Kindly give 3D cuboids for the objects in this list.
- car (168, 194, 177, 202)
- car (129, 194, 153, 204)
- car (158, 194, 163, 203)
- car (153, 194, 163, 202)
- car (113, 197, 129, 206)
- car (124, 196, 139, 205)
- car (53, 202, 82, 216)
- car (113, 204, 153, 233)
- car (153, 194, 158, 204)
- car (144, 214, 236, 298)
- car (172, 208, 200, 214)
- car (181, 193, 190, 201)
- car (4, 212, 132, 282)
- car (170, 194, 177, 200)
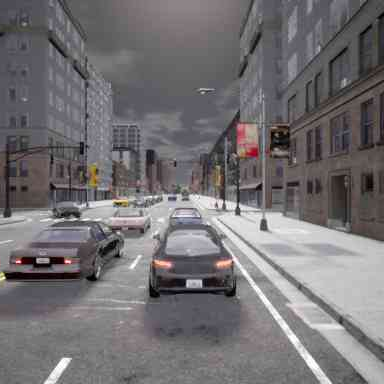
[{"bbox_3d":[-4.833,1.494,80.301,1.882,1.535,5.008,0,0,-1],"label":"car"},{"bbox_3d":[-7.568,1.508,50.038,2.128,1.511,4.902,0,0,-1],"label":"car"},{"bbox_3d":[-7.863,1.546,69.261,2.128,1.511,4.902,0,0,-1],"label":"car"},{"bbox_3d":[-8.068,1.362,79.492,2.097,1.767,4.553,0,0,-1],"label":"car"},{"bbox_3d":[-10.851,1.495,51.511,1.882,1.535,5.008,0,0,-1],"label":"car"},{"bbox_3d":[-11.001,1.545,60.733,1.812,1.442,4.674,0,0,-1],"label":"car"},{"bbox_3d":[-10.995,1.543,29.126,2.033,1.411,5.357,0,0,-29],"label":"car"},{"bbox_3d":[-3.510,1.605,19.448,1.895,1.301,4.718,0,0,-1],"label":"car"},{"bbox_3d":[-7.738,1.511,59.391,2.128,1.511,4.902,0,0,-1],"label":"car"},{"bbox_3d":[-0.037,1.527,8.444,1.812,1.442,4.674,0,0,-2],"label":"car"},{"bbox_3d":[-0.331,1.551,18.031,2.033,1.411,5.357,0,0,-1],"label":"car"},{"bbox_3d":[-1.592,1.612,80.813,1.895,1.301,4.718,0,0,-1],"label":"car"},{"bbox_3d":[-3.313,1.548,9.783,2.033,1.411,5.357,0,0,-1],"label":"car"},{"bbox_3d":[-5.043,1.388,90.719,1.837,1.490,4.892,0,0,-1],"label":"car"}]
